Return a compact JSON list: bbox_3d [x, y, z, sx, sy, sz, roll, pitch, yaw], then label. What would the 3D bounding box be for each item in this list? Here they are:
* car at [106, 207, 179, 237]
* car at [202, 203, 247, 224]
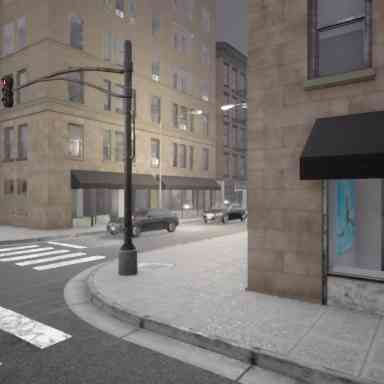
[{"bbox_3d":[-2.626,1.620,18.841,1.812,1.442,4.674,0,0,37],"label":"car"},{"bbox_3d":[2.681,1.640,26.311,2.128,1.511,4.902,0,0,35],"label":"car"}]
